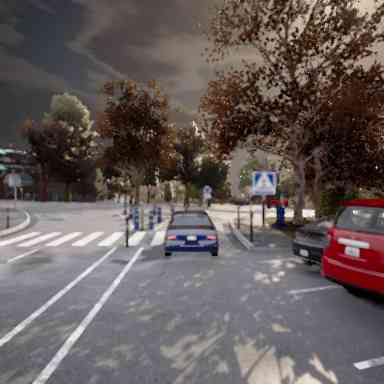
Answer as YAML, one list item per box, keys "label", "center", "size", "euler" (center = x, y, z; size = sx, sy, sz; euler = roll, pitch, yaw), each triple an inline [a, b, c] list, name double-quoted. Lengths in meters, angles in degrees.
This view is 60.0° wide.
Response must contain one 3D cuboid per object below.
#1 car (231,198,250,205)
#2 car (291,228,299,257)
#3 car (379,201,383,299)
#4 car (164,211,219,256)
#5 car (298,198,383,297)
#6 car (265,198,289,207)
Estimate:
- label: "car"
  center: [11.599, 2.277, 79.600]
  size: [4.553, 1.767, 2.097]
  euler: [0, 0, 31]
- label: "car"
  center: [5.252, 1.384, 9.766]
  size: [4.892, 1.521, 2.231]
  euler: [1, 0, -21]
- label: "car"
  center: [5.296, 1.198, 3.802]
  size: [5.566, 2.045, 2.435]
  euler: [1, 1, -21]
- label: "car"
  center: [-0.043, 1.407, 12.521]
  size: [2.033, 1.411, 5.357]
  euler: [0, 1, -1]
- label: "car"
  center: [5.322, 1.165, 6.804]
  size: [5.566, 2.045, 2.435]
  euler: [1, 0, -21]
- label: "car"
  center: [18.259, 2.204, 71.674]
  size: [2.150, 2.045, 5.566]
  euler: [0, 0, -29]
